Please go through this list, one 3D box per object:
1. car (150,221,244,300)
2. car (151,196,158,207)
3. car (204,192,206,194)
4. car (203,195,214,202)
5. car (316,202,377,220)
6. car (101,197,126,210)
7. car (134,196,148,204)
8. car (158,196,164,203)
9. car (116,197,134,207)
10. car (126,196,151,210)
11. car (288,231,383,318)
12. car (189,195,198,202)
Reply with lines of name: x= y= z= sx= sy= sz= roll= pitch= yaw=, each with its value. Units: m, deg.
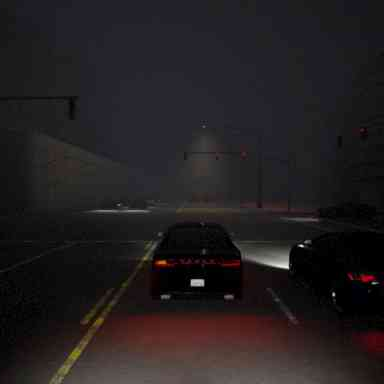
car: x=0.106 y=1.478 z=8.443 sx=1.882 sy=1.535 sz=5.008 roll=0 pitch=0 yaw=0
car: x=-6.853 y=1.526 z=52.034 sx=1.812 sy=1.442 sz=4.674 roll=0 pitch=0 yaw=0
car: x=3.863 y=1.413 z=83.026 sx=2.128 sy=1.511 sz=4.902 roll=0 pitch=0 yaw=0
car: x=3.819 y=1.515 z=73.025 sx=1.812 sy=1.442 sz=4.674 roll=0 pitch=0 yaw=0
car: x=12.620 y=1.526 z=27.240 sx=4.674 sy=1.442 sz=1.812 roll=0 pitch=0 yaw=2
car: x=-10.405 y=1.564 z=43.237 sx=1.994 sy=1.385 sz=4.181 roll=0 pitch=0 yaw=0
car: x=-10.231 y=1.563 z=66.963 sx=1.994 sy=1.385 sz=4.181 roll=0 pitch=0 yaw=1
car: x=-6.738 y=1.505 z=66.576 sx=1.837 sy=1.490 sz=4.892 roll=0 pitch=0 yaw=1
car: x=-10.355 y=1.526 z=51.990 sx=1.812 sy=1.442 sz=4.674 roll=0 pitch=0 yaw=0
car: x=-6.904 y=1.564 z=43.277 sx=1.994 sy=1.385 sz=4.181 roll=0 pitch=0 yaw=0
car: x=3.606 y=1.564 z=7.462 sx=1.994 sy=1.385 sz=4.181 roll=0 pitch=0 yaw=0
car: x=0.319 y=1.515 z=73.040 sx=1.812 sy=1.442 sz=4.674 roll=0 pitch=0 yaw=0
